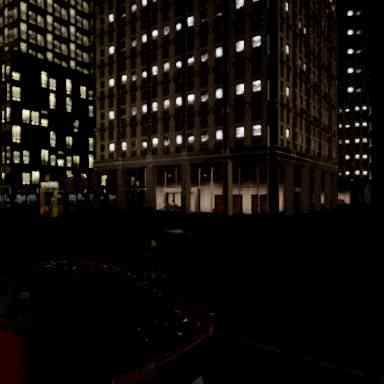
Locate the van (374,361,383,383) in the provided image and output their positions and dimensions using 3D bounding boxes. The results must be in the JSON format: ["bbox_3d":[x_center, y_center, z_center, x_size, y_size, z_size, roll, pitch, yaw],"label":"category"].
[{"bbox_3d":[2.780,1.341,1.047,3.998,1.788,1.690,0,0,35],"label":"van"}]

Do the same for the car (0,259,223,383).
[{"bbox_3d":[-1.789,1.538,4.178,4.507,1.381,1.887,0,0,35],"label":"car"}]
